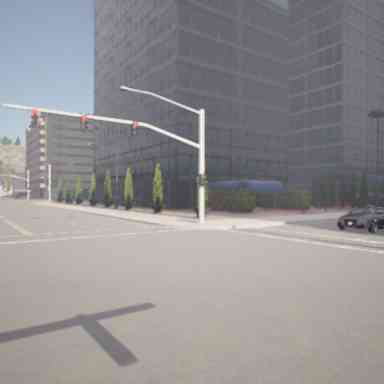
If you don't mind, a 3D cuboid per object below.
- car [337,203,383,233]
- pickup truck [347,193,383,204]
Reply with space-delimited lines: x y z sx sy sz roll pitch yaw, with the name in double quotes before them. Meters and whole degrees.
"car" 10.664 1.608 20.147 4.181 1.385 1.994 0 0 -35
"pickup truck" 24.652 1.160 45.820 6.274 2.098 2.390 0 0 -4
